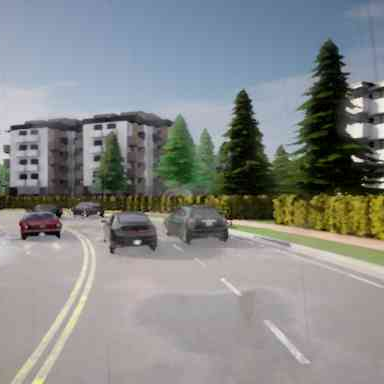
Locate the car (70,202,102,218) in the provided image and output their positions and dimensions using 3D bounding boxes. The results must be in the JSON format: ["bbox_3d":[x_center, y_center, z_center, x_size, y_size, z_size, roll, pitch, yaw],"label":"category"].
[{"bbox_3d":[-10.503,1.772,33.268,1.837,1.490,4.892,0,-1,-43],"label":"car"}]

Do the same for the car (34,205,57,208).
[{"bbox_3d":[-14.466,1.896,32.433,4.718,1.301,1.895,-1,0,44],"label":"car"}]

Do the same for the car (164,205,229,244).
[{"bbox_3d":[0.047,1.442,16.648,2.097,1.767,4.553,0,0,-20],"label":"car"}]

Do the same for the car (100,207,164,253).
[{"bbox_3d":[-2.789,1.607,14.458,1.837,1.490,4.892,0,-1,-19],"label":"car"}]

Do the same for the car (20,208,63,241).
[{"bbox_3d":[-8.261,1.767,18.093,1.895,1.301,4.718,0,0,-28],"label":"car"}]
